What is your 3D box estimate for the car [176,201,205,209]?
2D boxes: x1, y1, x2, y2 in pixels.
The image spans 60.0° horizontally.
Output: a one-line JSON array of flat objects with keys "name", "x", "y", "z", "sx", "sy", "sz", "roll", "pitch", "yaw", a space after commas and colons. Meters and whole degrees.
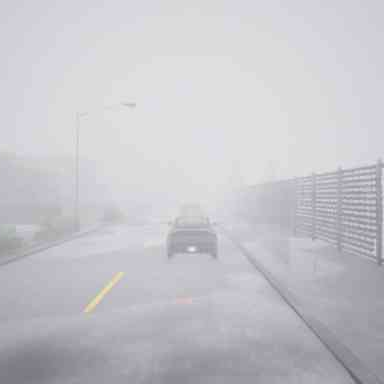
[{"name": "car", "x": 0.017, "y": 1.661, "z": 28.408, "sx": 2.097, "sy": 1.767, "sz": 4.553, "roll": 0, "pitch": -1, "yaw": 0}]

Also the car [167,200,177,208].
[{"name": "car", "x": -3.436, "y": 2.217, "z": 61.602, "sx": 2.033, "sy": 1.411, "sz": 5.357, "roll": 0, "pitch": -1, "yaw": 1}]

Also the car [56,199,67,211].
[{"name": "car", "x": -17.283, "y": 1.576, "z": 40.583, "sx": 3.633, "sy": 1.501, "sz": 1.845, "roll": 0, "pitch": -1, "yaw": 0}]

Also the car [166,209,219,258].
[{"name": "car", "x": 0.018, "y": 1.655, "z": 13.483, "sx": 1.837, "sy": 1.490, "sz": 4.892, "roll": 0, "pitch": 0, "yaw": 0}]
